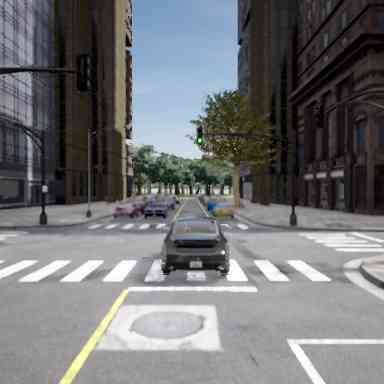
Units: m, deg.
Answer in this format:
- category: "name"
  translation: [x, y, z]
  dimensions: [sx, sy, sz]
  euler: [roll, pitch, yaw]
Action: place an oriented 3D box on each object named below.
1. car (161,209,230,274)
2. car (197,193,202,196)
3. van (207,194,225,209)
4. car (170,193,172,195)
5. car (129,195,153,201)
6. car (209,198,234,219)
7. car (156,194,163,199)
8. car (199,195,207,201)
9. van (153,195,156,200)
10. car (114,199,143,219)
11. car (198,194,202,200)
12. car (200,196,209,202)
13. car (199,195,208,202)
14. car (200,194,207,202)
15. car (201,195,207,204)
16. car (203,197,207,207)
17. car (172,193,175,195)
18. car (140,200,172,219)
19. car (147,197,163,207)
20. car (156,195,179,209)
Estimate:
- category: "car"
  translation: [0.100, 1.521, 10.557]
  dimensions: [1.837, 1.490, 4.892]
  euler: [0, 0, 0]
- category: "car"
  translation: [2.764, 1.324, 69.296]
  dimensions: [2.192, 1.841, 5.009]
  euler: [-1, 0, 0]
- category: "van"
  translation: [2.758, 1.373, 35.221]
  dimensions: [1.690, 1.788, 3.998]
  euler: [-1, 0, 0]
- category: "car"
  translation: [-5.760, 1.449, 69.292]
  dimensions: [1.967, 1.590, 4.097]
  euler: [0, 0, 0]
- category: "car"
  translation: [-5.767, 1.347, 35.214]
  dimensions: [2.192, 1.841, 5.009]
  euler: [-1, 0, 0]
- category: "car"
  translation: [2.759, 1.556, 29.711]
  dimensions: [1.752, 1.417, 4.829]
  euler: [-1, 0, 0]
- category: "car"
  translation: [-5.765, 1.344, 46.574]
  dimensions: [2.192, 1.841, 5.009]
  euler: [-1, 0, 0]
- category: "car"
  translation: [2.769, 1.570, 86.334]
  dimensions: [1.802, 1.307, 4.206]
  euler: [0, 0, 0]
- category: "van"
  translation: [-5.766, 1.373, 40.894]
  dimensions: [1.690, 1.788, 3.998]
  euler: [-1, 0, 0]
- category: "car"
  translation: [-5.765, 1.613, 29.534]
  dimensions: [1.802, 1.307, 4.206]
  euler: [-1, 0, 0]
- category: "car"
  translation: [2.765, 1.566, 63.617]
  dimensions: [2.008, 1.369, 4.403]
  euler: [-1, 0, 0]
- category: "car"
  translation: [2.766, 1.553, 74.976]
  dimensions: [2.008, 1.369, 4.403]
  euler: [-1, 0, 0]
- category: "car"
  translation: [2.767, 1.547, 80.654]
  dimensions: [2.008, 1.369, 4.403]
  euler: [0, 0, 0]
- category: "car"
  translation: [2.764, 1.565, 57.938]
  dimensions: [1.887, 1.381, 4.507]
  euler: [-1, 0, 0]
- category: "car"
  translation: [2.763, 1.551, 52.429]
  dimensions: [1.752, 1.417, 4.829]
  euler: [-1, 0, 0]
- category: "car"
  translation: [2.761, 1.598, 40.900]
  dimensions: [1.947, 1.339, 4.313]
  euler: [-1, 0, 0]
- category: "car"
  translation: [-5.757, 1.578, 80.651]
  dimensions: [1.802, 1.307, 4.206]
  euler: [0, 0, 0]
- category: "car"
  translation: [-3.091, 1.632, 29.531]
  dimensions: [1.895, 1.301, 4.718]
  euler: [0, 0, 0]
- category: "car"
  translation: [-5.762, 1.576, 52.254]
  dimensions: [2.008, 1.369, 4.403]
  euler: [-1, 0, 0]
- category: "car"
  translation: [-3.077, 1.536, 42.351]
  dimensions: [1.837, 1.490, 4.892]
  euler: [0, 0, 0]
